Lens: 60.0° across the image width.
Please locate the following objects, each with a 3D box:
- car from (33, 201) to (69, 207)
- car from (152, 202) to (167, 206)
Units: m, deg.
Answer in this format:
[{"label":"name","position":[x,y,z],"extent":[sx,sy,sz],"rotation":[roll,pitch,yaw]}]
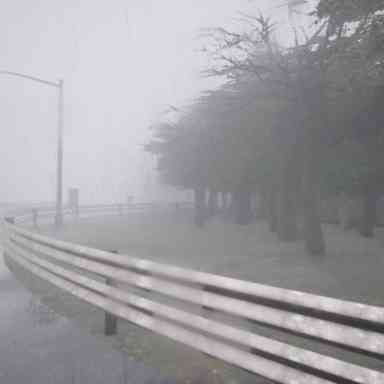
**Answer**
[{"label":"car","position":[-21.402,2.031,50.681],"extent":[2.033,1.411,5.357],"rotation":[1,-1,29]},{"label":"car","position":[-7.623,2.794,74.780],"extent":[1.895,1.301,4.718],"rotation":[1,-1,31]}]
